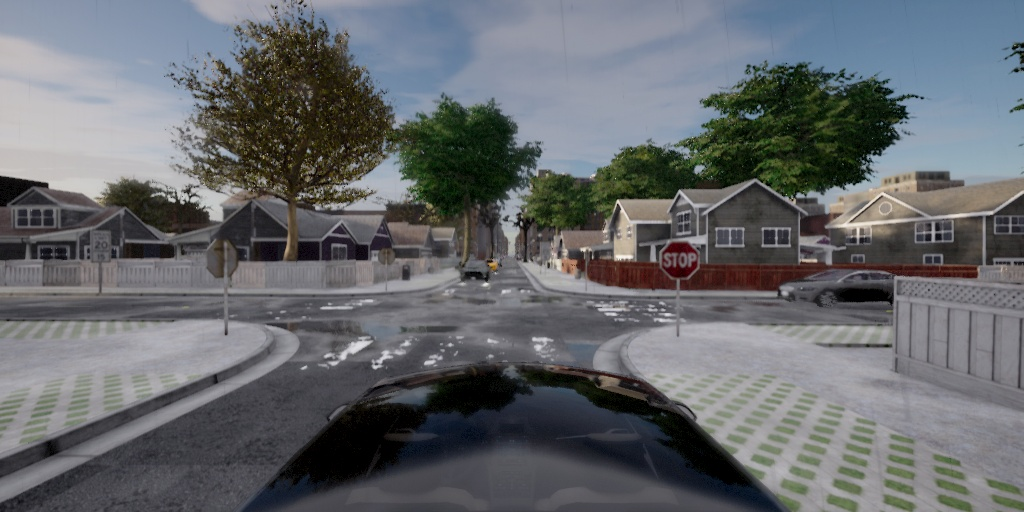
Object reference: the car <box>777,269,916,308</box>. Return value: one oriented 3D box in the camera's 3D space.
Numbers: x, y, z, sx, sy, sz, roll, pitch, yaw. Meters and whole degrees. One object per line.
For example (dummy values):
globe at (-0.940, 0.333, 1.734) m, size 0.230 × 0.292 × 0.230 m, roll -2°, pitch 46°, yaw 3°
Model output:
car at (13.724, 1.293, 14.781) m, size 4.902 × 1.511 × 2.128 m, roll 0°, pitch 0°, yaw 0°

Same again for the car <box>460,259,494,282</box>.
car at (-2.803, 1.043, 28.353) m, size 2.097 × 1.767 × 4.553 m, roll 0°, pitch 0°, yaw 0°

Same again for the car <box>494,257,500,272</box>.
car at (-2.774, 1.139, 43.931) m, size 1.882 × 1.535 × 5.008 m, roll 0°, pitch 0°, yaw 0°

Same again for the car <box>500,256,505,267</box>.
car at (-2.666, 1.161, 60.878) m, size 1.812 × 1.442 × 4.674 m, roll 0°, pitch 0°, yaw 0°
